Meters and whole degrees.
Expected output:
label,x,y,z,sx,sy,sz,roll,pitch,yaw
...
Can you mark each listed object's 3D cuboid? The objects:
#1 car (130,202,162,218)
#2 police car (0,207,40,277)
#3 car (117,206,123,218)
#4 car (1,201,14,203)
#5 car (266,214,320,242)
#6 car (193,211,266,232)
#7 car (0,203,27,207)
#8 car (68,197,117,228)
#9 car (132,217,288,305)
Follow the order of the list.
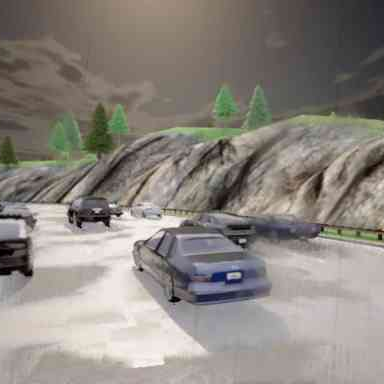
label,x,y,z,sx,sy,sz,roll,pitch,yaw
car,-4.539,1.728,32.632,1.812,1.442,4.674,0,0,-31
police car,-5.791,1.476,10.143,1.930,1.638,5.238,0,0,-23
car,-8.343,1.736,32.209,2.033,1.411,5.357,0,0,-33
car,-12.383,1.596,23.296,1.882,1.535,5.008,0,0,-30
car,3.968,1.723,16.650,1.895,1.301,4.718,0,0,-24
car,0.946,1.606,14.789,1.837,1.490,4.892,1,-1,-23
car,-9.710,1.599,18.419,1.837,1.490,4.892,0,0,-27
car,-7.354,1.358,23.605,2.150,2.045,5.566,0,0,-29
car,-0.149,1.603,8.456,2.033,1.411,5.357,0,0,-21
